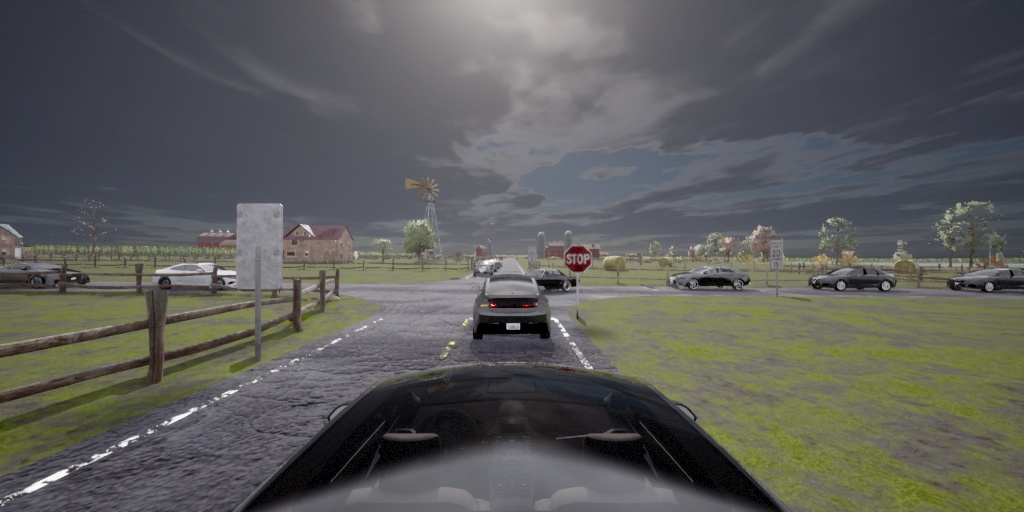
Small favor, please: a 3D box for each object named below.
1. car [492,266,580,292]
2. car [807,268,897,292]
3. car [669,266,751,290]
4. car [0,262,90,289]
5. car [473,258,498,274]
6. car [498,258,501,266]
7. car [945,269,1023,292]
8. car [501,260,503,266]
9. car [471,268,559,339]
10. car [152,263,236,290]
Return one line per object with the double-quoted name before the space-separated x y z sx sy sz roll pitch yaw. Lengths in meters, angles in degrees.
"car" 1.499 1.369 20.108 4.718 1.301 1.895 1 0 -35
"car" 22.199 1.499 23.508 4.892 1.490 1.837 1 -1 -1
"car" 12.797 1.396 23.337 4.902 1.511 2.128 1 -1 -2
"car" -26.364 1.048 19.895 4.181 1.385 1.994 1 -1 -1
"car" -2.860 1.243 36.748 2.128 1.511 4.902 0 0 0
"car" -2.854 1.241 46.194 2.128 1.511 4.902 0 0 0
"car" 31.701 1.586 23.630 4.892 1.490 1.837 1 -1 -1
"car" -2.823 1.240 55.736 2.128 1.511 4.902 0 0 0
"car" -0.075 1.256 10.062 1.837 1.490 4.892 0 0 -2
"car" -17.244 1.104 20.018 4.674 1.442 1.812 1 -1 -1
